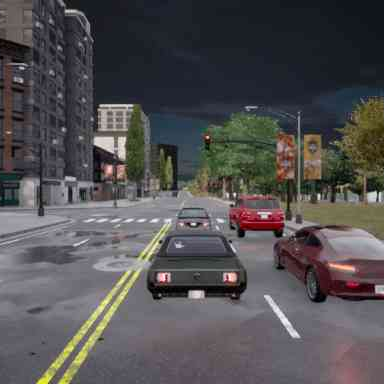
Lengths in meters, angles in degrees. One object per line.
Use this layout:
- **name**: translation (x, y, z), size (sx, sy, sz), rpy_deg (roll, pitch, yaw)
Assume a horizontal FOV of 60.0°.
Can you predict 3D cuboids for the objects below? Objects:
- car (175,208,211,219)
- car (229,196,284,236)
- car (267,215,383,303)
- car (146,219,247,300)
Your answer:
- **car**: translation (0.068, 1.543, 17.938), size (2.033, 1.411, 5.357), rpy_deg (0, 0, 0)
- **car**: translation (3.317, 1.217, 17.898), size (2.150, 2.045, 5.566), rpy_deg (0, 0, 0)
- **car**: translation (3.338, 1.524, 8.085), size (1.812, 1.442, 4.674), rpy_deg (0, 0, 0)
- **car**: translation (0.085, 1.599, 8.346), size (1.895, 1.301, 4.718), rpy_deg (0, 0, 0)
